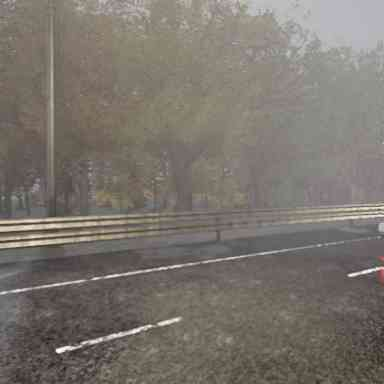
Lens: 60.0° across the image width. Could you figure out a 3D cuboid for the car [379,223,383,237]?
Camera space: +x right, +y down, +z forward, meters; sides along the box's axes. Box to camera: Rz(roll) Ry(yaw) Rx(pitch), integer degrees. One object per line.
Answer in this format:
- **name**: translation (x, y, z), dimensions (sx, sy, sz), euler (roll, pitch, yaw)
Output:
- **car**: translation (10.388, 1.526, 14.617), dimensions (4.718, 1.301, 1.895), euler (0, 0, -31)
